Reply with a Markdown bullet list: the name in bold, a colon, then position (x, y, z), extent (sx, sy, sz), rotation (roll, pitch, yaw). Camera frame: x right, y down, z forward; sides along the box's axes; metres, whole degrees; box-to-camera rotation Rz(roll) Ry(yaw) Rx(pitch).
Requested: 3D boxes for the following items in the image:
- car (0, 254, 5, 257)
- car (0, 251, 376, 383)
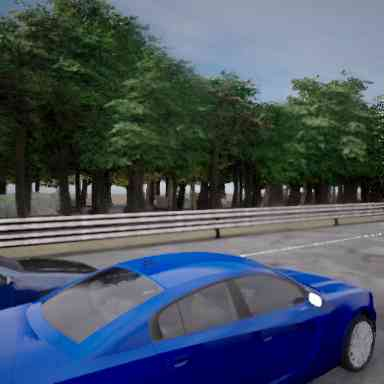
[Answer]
- **car**: position (-4.070, 1.549, 5.144), extent (5.357, 1.411, 2.033), rotation (0, 0, -36)
- **car**: position (0.238, 1.469, 3.918), extent (5.008, 1.535, 1.882), rotation (0, 0, -36)
